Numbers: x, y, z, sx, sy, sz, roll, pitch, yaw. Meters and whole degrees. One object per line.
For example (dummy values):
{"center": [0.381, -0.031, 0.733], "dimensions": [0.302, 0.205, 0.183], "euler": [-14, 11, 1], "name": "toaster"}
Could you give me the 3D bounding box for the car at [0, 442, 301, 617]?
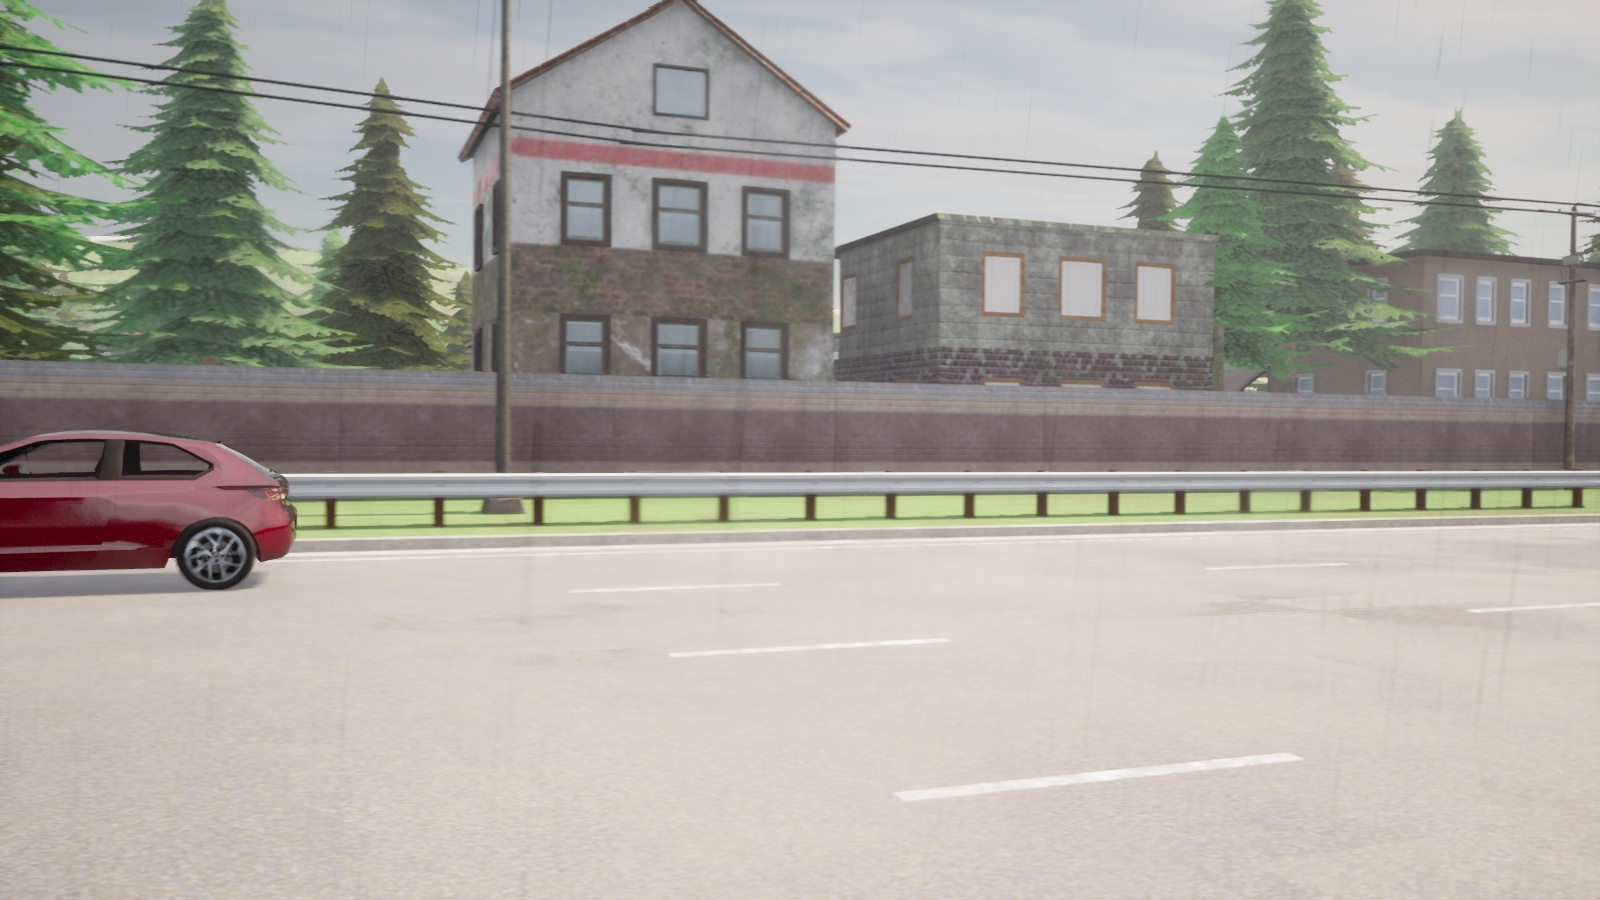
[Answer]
{"center": [-6.982, 0.695, 11.820], "dimensions": [4.193, 1.474, 1.816], "euler": [-1, 1, -21], "name": "car"}
